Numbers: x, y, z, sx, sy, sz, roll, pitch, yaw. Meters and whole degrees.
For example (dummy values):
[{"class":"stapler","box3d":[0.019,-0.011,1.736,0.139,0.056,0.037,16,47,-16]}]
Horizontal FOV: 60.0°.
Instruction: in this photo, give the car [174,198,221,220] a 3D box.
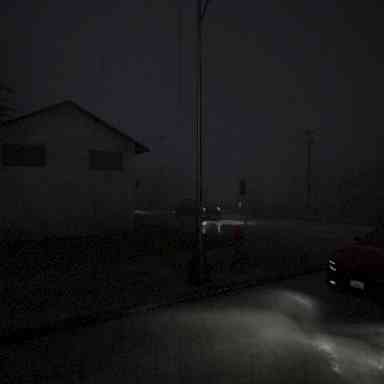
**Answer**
[{"class":"car","box3d":[0.407,1.352,27.771,2.097,1.767,4.553,0,0,-36]}]

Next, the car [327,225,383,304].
[{"class":"car","box3d":[5.146,1.478,7.779,5.008,1.535,1.882,0,1,-36]}]

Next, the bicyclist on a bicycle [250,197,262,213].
[{"class":"bicyclist on a bicycle","box3d":[6.488,1.348,33.700,1.656,1.620,0.582,0,0,-36]}]
